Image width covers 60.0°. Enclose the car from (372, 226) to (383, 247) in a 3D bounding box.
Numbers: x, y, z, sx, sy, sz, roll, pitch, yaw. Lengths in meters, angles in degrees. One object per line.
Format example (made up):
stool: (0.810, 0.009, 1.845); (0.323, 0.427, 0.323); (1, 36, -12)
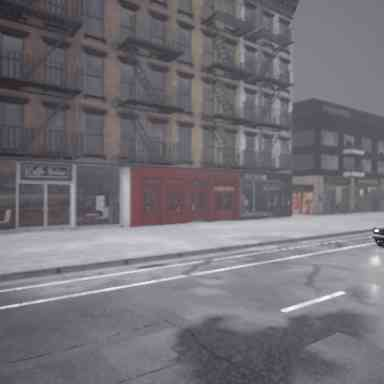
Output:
car: (9.575, 1.646, 14.012); (4.718, 1.301, 1.895); (0, 0, -35)
